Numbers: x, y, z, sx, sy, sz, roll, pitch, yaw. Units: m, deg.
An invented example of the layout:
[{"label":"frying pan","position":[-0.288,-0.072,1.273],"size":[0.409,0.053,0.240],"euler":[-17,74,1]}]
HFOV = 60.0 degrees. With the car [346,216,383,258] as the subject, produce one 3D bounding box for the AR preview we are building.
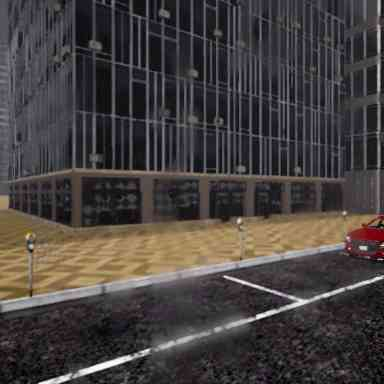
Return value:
[{"label":"car","position":[7.176,1.490,11.671],"size":[4.507,1.381,1.887],"euler":[0,0,-35]}]
